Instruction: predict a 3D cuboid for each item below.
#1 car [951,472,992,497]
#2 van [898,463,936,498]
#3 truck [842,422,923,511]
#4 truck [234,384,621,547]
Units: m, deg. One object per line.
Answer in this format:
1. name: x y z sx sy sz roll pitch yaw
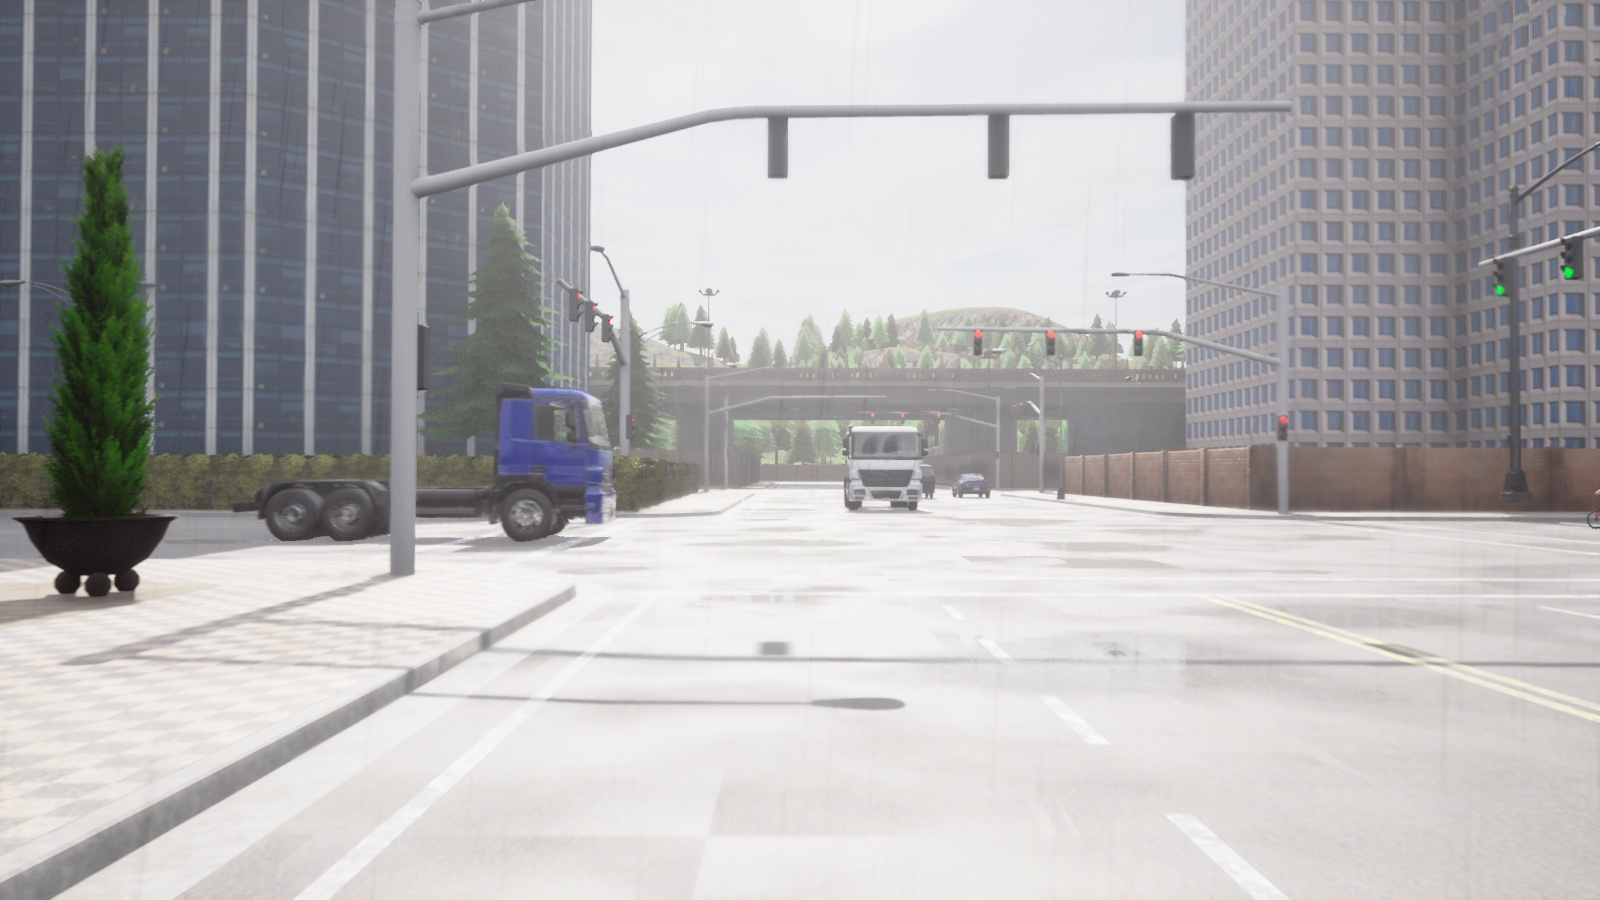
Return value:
1. car: 10.311 2.066 75.692 1.812 1.442 4.674 0 -1 0
2. van: 6.816 1.769 73.433 1.775 1.987 4.442 0 -1 0
3. truck: 3.363 0.709 53.161 2.891 3.462 7.936 0 -1 0
4. truck: -8.191 0.342 28.460 7.936 3.462 2.891 0 -1 -2
